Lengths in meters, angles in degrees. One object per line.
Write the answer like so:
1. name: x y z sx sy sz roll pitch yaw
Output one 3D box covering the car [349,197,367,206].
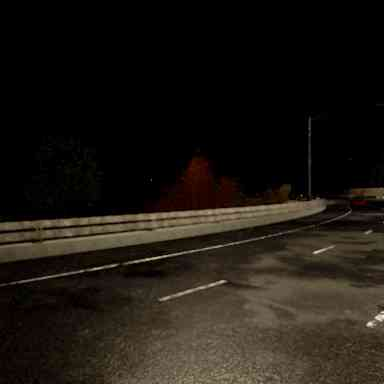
1. car: 25.612 1.456 51.326 1.994 1.385 4.181 0 0 19
